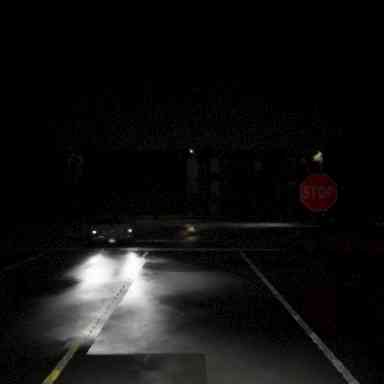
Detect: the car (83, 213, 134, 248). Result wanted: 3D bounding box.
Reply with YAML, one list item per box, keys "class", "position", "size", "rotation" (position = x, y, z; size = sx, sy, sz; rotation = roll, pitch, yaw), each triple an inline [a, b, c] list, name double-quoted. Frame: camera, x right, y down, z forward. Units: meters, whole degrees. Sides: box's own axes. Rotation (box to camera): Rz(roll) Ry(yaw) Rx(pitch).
- class: "car"
  position: [-4.038, 1.715, 15.719]
  size: [1.895, 1.301, 4.718]
  rotation: [0, 0, -21]

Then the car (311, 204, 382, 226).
- class: "car"
  position: [11.419, 1.653, 24.720]
  size: [4.902, 1.511, 2.128]
  rotation: [0, 0, -4]
